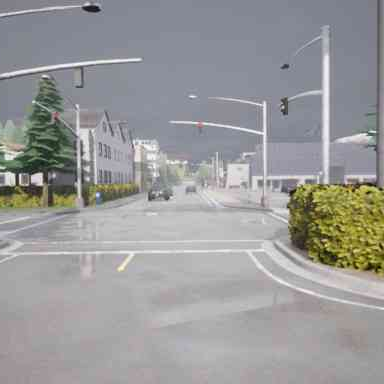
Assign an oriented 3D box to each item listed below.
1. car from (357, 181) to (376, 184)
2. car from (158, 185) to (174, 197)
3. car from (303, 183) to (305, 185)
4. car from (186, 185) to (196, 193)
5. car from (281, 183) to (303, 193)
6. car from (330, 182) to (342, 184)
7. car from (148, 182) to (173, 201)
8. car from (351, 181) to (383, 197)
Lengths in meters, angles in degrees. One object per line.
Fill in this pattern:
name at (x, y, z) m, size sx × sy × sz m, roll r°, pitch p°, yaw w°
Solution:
car at (19.016, -0.174, 34.187) m, size 1.905 × 1.878 × 3.866 m, roll -1°, pitch 2°, yaw 0°
car at (-3.732, -0.163, 48.408) m, size 1.837 × 1.490 × 4.892 m, roll -1°, pitch 2°, yaw 0°
car at (18.895, -0.865, 59.106) m, size 1.970 × 1.475 × 3.806 m, roll -1°, pitch 2°, yaw 0°
car at (-0.168, -0.566, 58.667) m, size 2.128 × 1.511 × 4.902 m, roll -1°, pitch 2°, yaw 0°
car at (15.270, -0.518, 52.045) m, size 2.007 × 1.523 × 4.514 m, roll -1°, pitch 2°, yaw 0°
car at (25.309, -1.029, 59.457) m, size 2.152 × 1.636 × 5.027 m, roll -1°, pitch 2°, yaw 0°
car at (-3.720, -0.100, 38.247) m, size 2.150 × 2.045 × 5.566 m, roll -1°, pitch 2°, yaw 0°
car at (22.261, -0.459, 42.067) m, size 1.932 × 1.855 × 4.605 m, roll -1°, pitch 2°, yaw 0°
